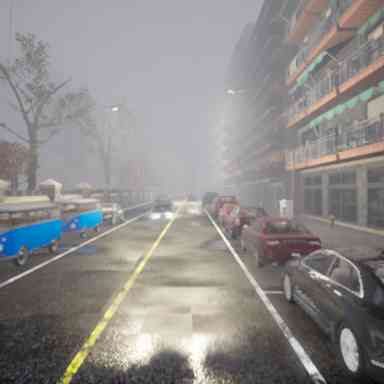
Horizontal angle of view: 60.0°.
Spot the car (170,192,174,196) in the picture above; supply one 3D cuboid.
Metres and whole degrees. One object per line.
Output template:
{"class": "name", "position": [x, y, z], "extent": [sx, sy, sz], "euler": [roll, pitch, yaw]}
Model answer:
{"class": "car", "position": [-5.682, 1.172, 72.803], "extent": [1.887, 1.381, 4.507], "euler": [0, 0, 0]}

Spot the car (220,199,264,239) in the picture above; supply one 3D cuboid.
{"class": "car", "position": [2.693, 1.343, 16.499], "extent": [1.967, 1.590, 4.097], "euler": [0, 0, 0]}

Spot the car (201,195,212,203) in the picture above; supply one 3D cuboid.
{"class": "car", "position": [2.698, 1.224, 61.543], "extent": [1.887, 1.381, 4.507], "euler": [0, 0, 0]}

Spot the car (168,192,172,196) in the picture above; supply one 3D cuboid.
{"class": "car", "position": [-5.682, 1.234, 67.175], "extent": [1.802, 1.307, 4.206], "euler": [0, 0, 0]}

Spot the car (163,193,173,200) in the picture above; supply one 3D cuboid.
{"class": "car", "position": [-5.681, 1.046, 78.430], "extent": [1.967, 1.590, 4.097], "euler": [0, 0, 0]}

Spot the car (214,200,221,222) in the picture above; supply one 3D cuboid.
{"class": "car", "position": [2.694, 1.455, 22.131], "extent": [1.802, 1.307, 4.206], "euler": [0, 0, 0]}

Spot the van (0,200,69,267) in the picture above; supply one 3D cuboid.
{"class": "van", "position": [-5.688, 1.276, 10.870], "extent": [1.690, 1.788, 3.998], "euler": [0, 0, 0]}

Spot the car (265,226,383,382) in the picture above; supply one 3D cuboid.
{"class": "car", "position": [2.692, 1.518, 5.241], "extent": [2.008, 1.369, 4.403], "euler": [0, 0, 0]}

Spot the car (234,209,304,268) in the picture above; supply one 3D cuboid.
{"class": "car", "position": [2.692, 1.479, 10.871], "extent": [1.887, 1.381, 4.507], "euler": [0, 0, 0]}

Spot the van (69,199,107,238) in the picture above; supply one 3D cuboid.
{"class": "van", "position": [-5.687, 1.245, 16.499], "extent": [1.690, 1.788, 3.998], "euler": [0, 0, 0]}

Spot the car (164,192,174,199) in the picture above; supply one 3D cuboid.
{"class": "car", "position": [-5.681, 0.902, 84.061], "extent": [2.192, 1.841, 5.009], "euler": [0, 0, 0]}

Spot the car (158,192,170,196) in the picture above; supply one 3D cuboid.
{"class": "car", "position": [-5.682, 1.245, 61.544], "extent": [1.947, 1.339, 4.313], "euler": [0, 0, 0]}

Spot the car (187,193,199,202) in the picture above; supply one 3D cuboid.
{"class": "car", "position": [0.009, 1.152, 62.968], "extent": [1.882, 1.535, 5.008], "euler": [0, 0, 0]}

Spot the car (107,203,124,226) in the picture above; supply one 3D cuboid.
{"class": "car", "position": [-5.687, 1.424, 22.131], "extent": [2.008, 1.369, 4.403], "euler": [0, 0, 0]}

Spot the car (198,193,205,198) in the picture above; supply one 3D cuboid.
{"class": "car", "position": [2.700, 0.988, 95.322], "extent": [1.967, 1.590, 4.097], "euler": [0, 0, 0]}

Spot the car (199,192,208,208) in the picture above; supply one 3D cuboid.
{"class": "car", "position": [2.398, 0.995, 43.498], "extent": [2.150, 2.045, 5.566], "euler": [0, 0, 0]}

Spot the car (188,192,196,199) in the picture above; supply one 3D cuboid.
{"class": "car", "position": [0.011, 0.881, 83.269], "extent": [1.882, 1.535, 5.008], "euler": [0, 0, 0]}

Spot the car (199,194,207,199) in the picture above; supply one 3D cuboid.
{"class": "car", "position": [2.699, 1.168, 84.061], "extent": [1.802, 1.307, 4.206], "euler": [0, 0, 0]}

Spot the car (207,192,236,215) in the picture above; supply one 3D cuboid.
{"class": "car", "position": [2.694, 1.159, 27.759], "extent": [2.192, 1.841, 5.009], "euler": [0, 0, 0]}

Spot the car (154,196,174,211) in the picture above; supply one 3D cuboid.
{"class": "car", "position": [-3.089, 1.400, 36.782], "extent": [1.895, 1.301, 4.718], "euler": [0, 0, 0]}

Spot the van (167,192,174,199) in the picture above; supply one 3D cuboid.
{"class": "van", "position": [-5.680, 0.909, 89.692], "extent": [1.690, 1.788, 3.998], "euler": [0, 0, 0]}
